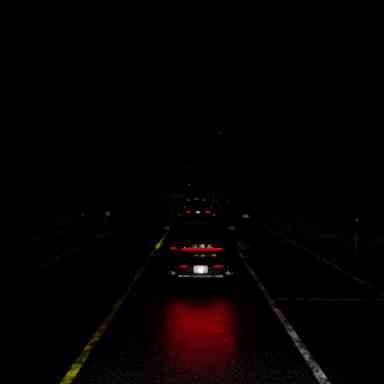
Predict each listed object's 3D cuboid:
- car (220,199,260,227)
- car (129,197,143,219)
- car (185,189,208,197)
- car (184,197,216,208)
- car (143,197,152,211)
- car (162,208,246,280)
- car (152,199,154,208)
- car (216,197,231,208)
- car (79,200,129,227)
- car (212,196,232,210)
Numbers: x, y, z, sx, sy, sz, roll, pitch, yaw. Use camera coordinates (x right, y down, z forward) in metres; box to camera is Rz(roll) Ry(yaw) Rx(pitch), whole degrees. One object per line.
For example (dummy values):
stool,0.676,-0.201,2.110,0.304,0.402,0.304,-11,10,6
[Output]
car,3.024,1.360,20.561,1.947,1.339,4.313,-1,1,1
car,-5.423,1.306,26.185,1.947,1.339,4.313,-1,1,1
car,0.470,0.880,34.603,2.150,2.045,5.566,0,1,1
car,0.411,1.310,23.724,2.033,1.411,5.357,0,1,1
car,-5.345,1.237,31.689,2.008,1.369,4.403,-1,1,1
car,0.221,1.406,9.548,1.837,1.490,4.892,0,0,1
car,-5.268,1.178,37.194,1.887,1.381,4.507,-1,1,1
car,3.102,1.285,26.065,1.887,1.381,4.507,-1,1,1
car,-5.501,1.234,20.679,1.967,1.590,4.097,-1,1,1
car,3.256,1.178,37.074,1.887,1.381,4.507,-1,1,1
